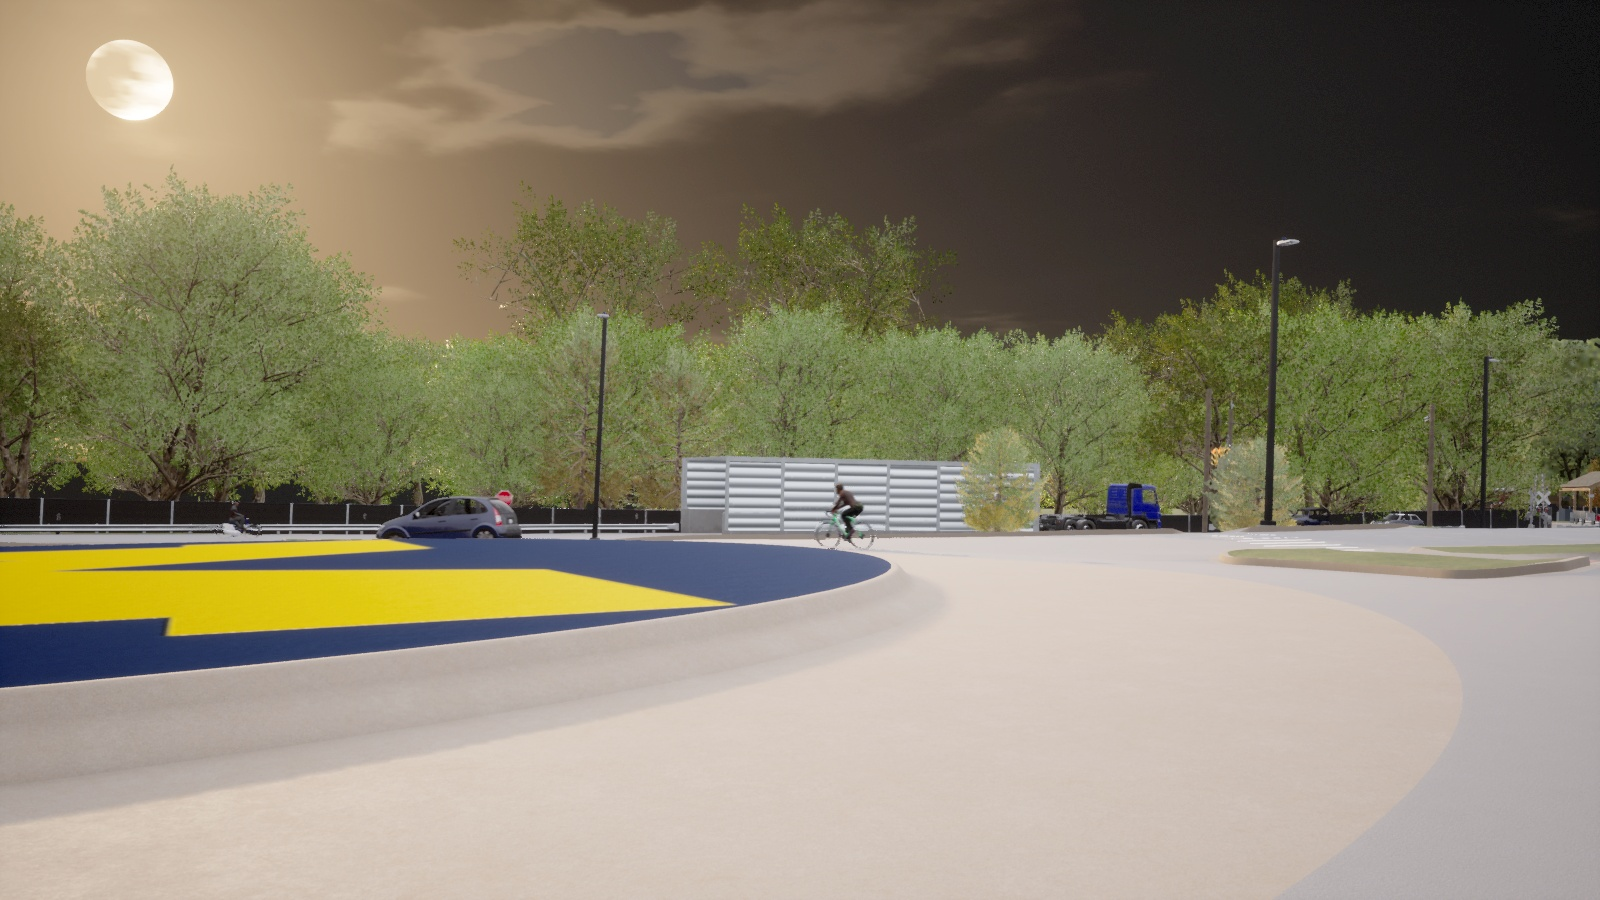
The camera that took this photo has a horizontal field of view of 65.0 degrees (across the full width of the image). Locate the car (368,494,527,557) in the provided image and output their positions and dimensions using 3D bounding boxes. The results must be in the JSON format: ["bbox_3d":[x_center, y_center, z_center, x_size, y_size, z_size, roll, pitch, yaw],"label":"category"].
[{"bbox_3d":[-10.202,2.176,36.515,3.988,1.617,1.851,-3,-2,6],"label":"car"}]

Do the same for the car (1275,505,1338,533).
[{"bbox_3d":[35.739,4.847,88.591,3.866,1.878,1.905,1,-1,-21],"label":"car"}]

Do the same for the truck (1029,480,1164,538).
[{"bbox_3d":[18.534,3.649,78.380,7.936,3.462,2.891,1,-1,-22],"label":"truck"}]

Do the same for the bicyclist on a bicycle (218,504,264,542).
[{"bbox_3d":[-26.157,3.425,58.770,1.843,1.776,0.659,2,-4,-27],"label":"bicyclist on a bicycle"}]

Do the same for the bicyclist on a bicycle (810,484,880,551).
[{"bbox_3d":[1.104,1.644,30.840,1.656,1.620,0.582,-1,-2,33],"label":"bicyclist on a bicycle"}]
